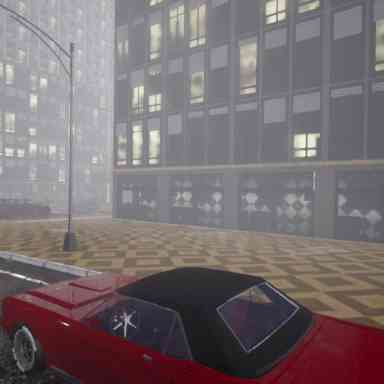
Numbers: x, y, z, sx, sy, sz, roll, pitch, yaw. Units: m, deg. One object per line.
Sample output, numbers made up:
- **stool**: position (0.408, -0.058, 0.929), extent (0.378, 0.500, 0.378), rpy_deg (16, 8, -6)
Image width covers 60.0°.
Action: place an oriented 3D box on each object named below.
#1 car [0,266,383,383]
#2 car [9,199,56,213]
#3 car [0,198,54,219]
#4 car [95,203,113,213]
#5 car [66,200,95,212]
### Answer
- **car**: position (-0.285, 1.600, 3.895), extent (4.718, 1.301, 1.895), rpy_deg (0, 0, 36)
- **car**: position (-19.139, 1.641, 40.119), extent (1.752, 1.417, 4.829), rpy_deg (1, 0, 37)
- **car**: position (-15.671, 1.518, 30.732), extent (2.192, 1.841, 5.009), rpy_deg (1, 0, 37)
- **car**: position (-8.844, 1.828, 39.922), extent (1.752, 1.417, 4.829), rpy_deg (1, 0, 37)
- **car**: position (-13.985, 1.767, 42.695), extent (1.994, 1.385, 4.181), rpy_deg (1, 0, 37)
